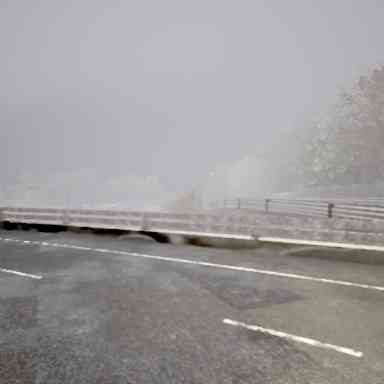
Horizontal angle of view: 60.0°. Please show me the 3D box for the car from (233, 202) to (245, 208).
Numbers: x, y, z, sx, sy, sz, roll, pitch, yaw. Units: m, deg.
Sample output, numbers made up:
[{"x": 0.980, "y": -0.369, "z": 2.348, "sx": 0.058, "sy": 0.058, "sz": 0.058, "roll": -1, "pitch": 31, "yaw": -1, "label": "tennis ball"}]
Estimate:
[{"x": 9.510, "y": 2.427, "z": 67.315, "sx": 2.128, "sy": 1.511, "sz": 4.902, "roll": 0, "pitch": -3, "yaw": -1, "label": "car"}]
